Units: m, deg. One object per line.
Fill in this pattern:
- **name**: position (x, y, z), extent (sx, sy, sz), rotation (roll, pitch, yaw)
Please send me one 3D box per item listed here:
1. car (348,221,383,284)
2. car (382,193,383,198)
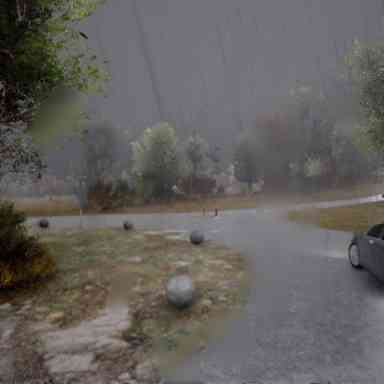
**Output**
- **car**: position (5.021, 1.358, 7.507), extent (1.837, 1.490, 4.892), rotation (-1, 1, 12)
- **car**: position (35.163, 0.306, 58.834), extent (1.994, 1.385, 4.181), rotation (-2, 1, 42)
